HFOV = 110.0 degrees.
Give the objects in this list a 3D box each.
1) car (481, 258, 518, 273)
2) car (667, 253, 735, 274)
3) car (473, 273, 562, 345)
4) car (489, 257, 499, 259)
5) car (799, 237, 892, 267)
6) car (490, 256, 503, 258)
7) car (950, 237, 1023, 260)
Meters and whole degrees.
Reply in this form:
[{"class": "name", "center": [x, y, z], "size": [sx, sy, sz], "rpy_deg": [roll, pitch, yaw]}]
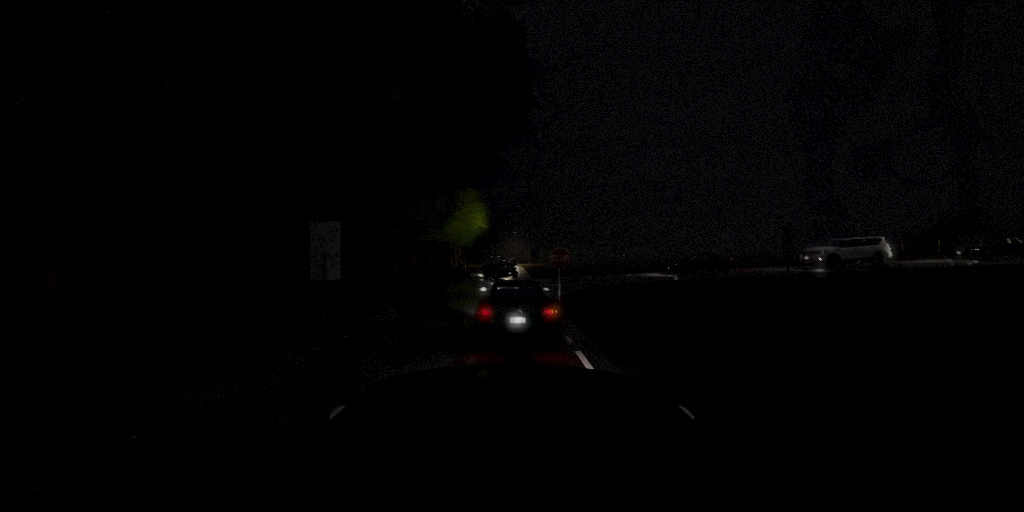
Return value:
[{"class": "car", "center": [-1.095, 1.202, 30.316], "size": [1.837, 1.490, 4.892], "rpy_deg": [-3, -1, -22]}, {"class": "car", "center": [14.046, 0.504, 26.814], "size": [4.674, 1.442, 1.812], "rpy_deg": [-3, 1, 1]}, {"class": "car", "center": [0.093, 1.313, 9.496], "size": [1.994, 1.385, 4.181], "rpy_deg": [0, 0, -1]}, {"class": "car", "center": [-2.756, 1.254, 44.335], "size": [1.882, 1.535, 5.008], "rpy_deg": [0, 0, 0]}, {"class": "car", "center": [24.728, -0.327, 26.683], "size": [5.566, 2.045, 2.150], "rpy_deg": [-3, 1, 1]}, {"class": "car", "center": [-2.703, 1.017, 56.876], "size": [2.150, 2.045, 5.566], "rpy_deg": [0, 0, 1]}, {"class": "car", "center": [35.615, -0.584, 26.551], "size": [4.902, 1.511, 2.128], "rpy_deg": [-3, 1, 1]}]
